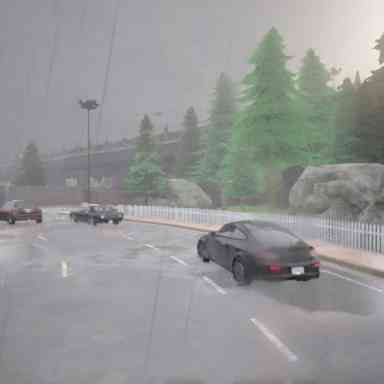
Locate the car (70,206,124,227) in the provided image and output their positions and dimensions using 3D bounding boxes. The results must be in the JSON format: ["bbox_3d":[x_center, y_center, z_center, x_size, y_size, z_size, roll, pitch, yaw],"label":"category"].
[{"bbox_3d":[-6.725,1.601,23.075,1.895,1.301,4.718,0,0,-42],"label":"car"}]

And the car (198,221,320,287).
[{"bbox_3d":[1.608,1.526,9.341,1.812,1.442,4.674,0,0,-17],"label":"car"}]

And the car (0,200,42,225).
[{"bbox_3d":[-12.846,1.352,24.487,4.553,1.767,2.097,0,0,44],"label":"car"}]
